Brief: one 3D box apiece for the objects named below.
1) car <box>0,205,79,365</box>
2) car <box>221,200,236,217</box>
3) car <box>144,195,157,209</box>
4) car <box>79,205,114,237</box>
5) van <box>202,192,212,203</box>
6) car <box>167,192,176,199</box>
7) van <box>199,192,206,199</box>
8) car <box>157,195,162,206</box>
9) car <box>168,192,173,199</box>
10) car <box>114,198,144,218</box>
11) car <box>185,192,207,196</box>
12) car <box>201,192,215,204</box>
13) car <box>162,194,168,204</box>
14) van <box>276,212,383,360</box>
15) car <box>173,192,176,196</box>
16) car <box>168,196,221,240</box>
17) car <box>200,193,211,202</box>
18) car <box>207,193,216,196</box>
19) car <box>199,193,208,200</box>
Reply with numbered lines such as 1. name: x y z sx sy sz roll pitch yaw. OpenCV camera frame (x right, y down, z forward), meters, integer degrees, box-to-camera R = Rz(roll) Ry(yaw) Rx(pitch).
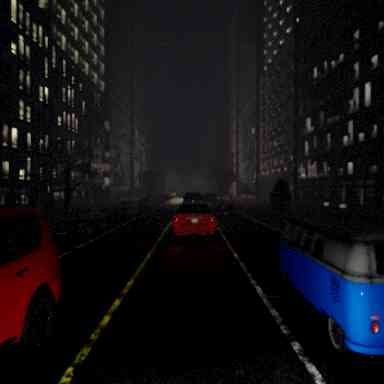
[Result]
1. car: -3.097 1.205 3.021 2.150 2.045 5.566 0 0 0
2. car: 2.711 1.401 28.494 2.008 1.369 4.403 -1 0 0
3. car: -5.657 1.371 39.870 1.802 1.307 4.206 -1 0 0
4. car: -5.681 1.460 17.136 2.008 1.369 4.403 -1 0 0
5. van: 2.745 1.009 62.595 1.690 1.788 3.998 -1 0 0
6. car: -5.604 0.953 91.022 1.967 1.590 4.097 -1 0 0
7. van: 2.769 0.886 85.329 1.690 1.788 3.998 -1 0 0
8. car: -5.652 1.199 45.553 1.967 1.590 4.097 -1 0 0
9. car: -5.628 1.203 68.288 1.947 1.339 4.313 -1 0 0
10. car: -5.669 1.400 28.503 2.008 1.369 4.403 -1 0 0
11. car: 0.138 1.033 35.568 2.150 2.045 5.566 0 0 0
12. car: 2.739 1.014 56.912 2.192 1.841 5.009 -1 0 0
13. car: -5.639 1.224 56.751 1.752 1.417 4.829 -1 0 0
14. van: 2.685 1.311 5.759 1.690 1.788 3.998 -1 0 0
15. car: -5.615 1.126 79.655 2.008 1.369 4.403 -1 0 0
16. car: 0.116 1.264 16.616 2.097 1.767 4.553 0 0 0
17. car: 2.752 1.078 68.279 1.967 1.590 4.097 -1 0 0
18. car: 2.733 1.044 51.228 2.192 1.841 5.009 -1 0 0
19. car: 2.764 1.016 79.646 1.967 1.590 4.097 -1 0 0
